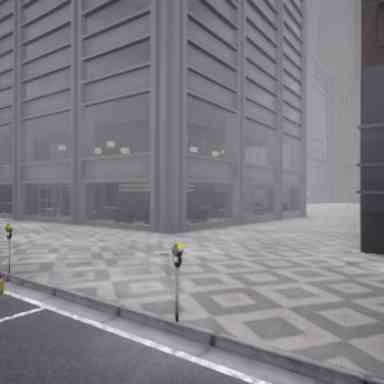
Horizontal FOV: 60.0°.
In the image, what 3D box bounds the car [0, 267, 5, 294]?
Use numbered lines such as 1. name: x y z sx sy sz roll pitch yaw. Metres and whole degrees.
1. car: -5.850 1.520 7.133 4.829 1.417 1.752 0 0 35
